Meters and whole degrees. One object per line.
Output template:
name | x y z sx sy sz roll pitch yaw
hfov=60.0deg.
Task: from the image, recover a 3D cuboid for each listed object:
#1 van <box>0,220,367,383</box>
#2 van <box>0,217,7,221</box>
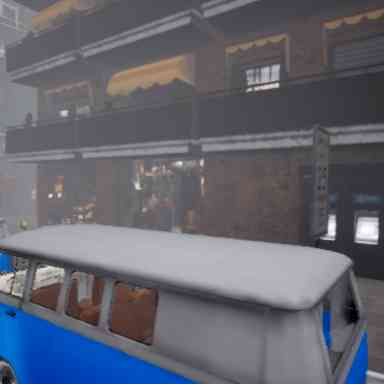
van | -0.489 1.299 3.195 3.998 1.788 1.690 1 2 35
van | -5.090 1.237 6.392 3.998 1.788 1.690 1 2 35
